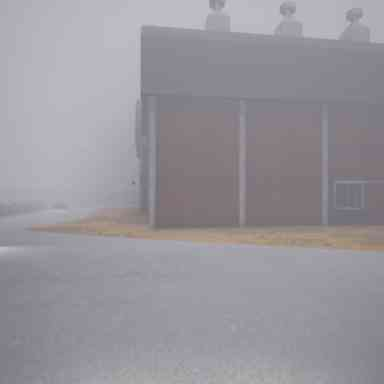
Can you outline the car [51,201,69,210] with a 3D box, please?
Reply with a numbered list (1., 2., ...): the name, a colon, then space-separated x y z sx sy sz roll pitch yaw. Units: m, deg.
1. car: -20.435 2.081 51.712 1.994 1.385 4.181 0 -1 -11
